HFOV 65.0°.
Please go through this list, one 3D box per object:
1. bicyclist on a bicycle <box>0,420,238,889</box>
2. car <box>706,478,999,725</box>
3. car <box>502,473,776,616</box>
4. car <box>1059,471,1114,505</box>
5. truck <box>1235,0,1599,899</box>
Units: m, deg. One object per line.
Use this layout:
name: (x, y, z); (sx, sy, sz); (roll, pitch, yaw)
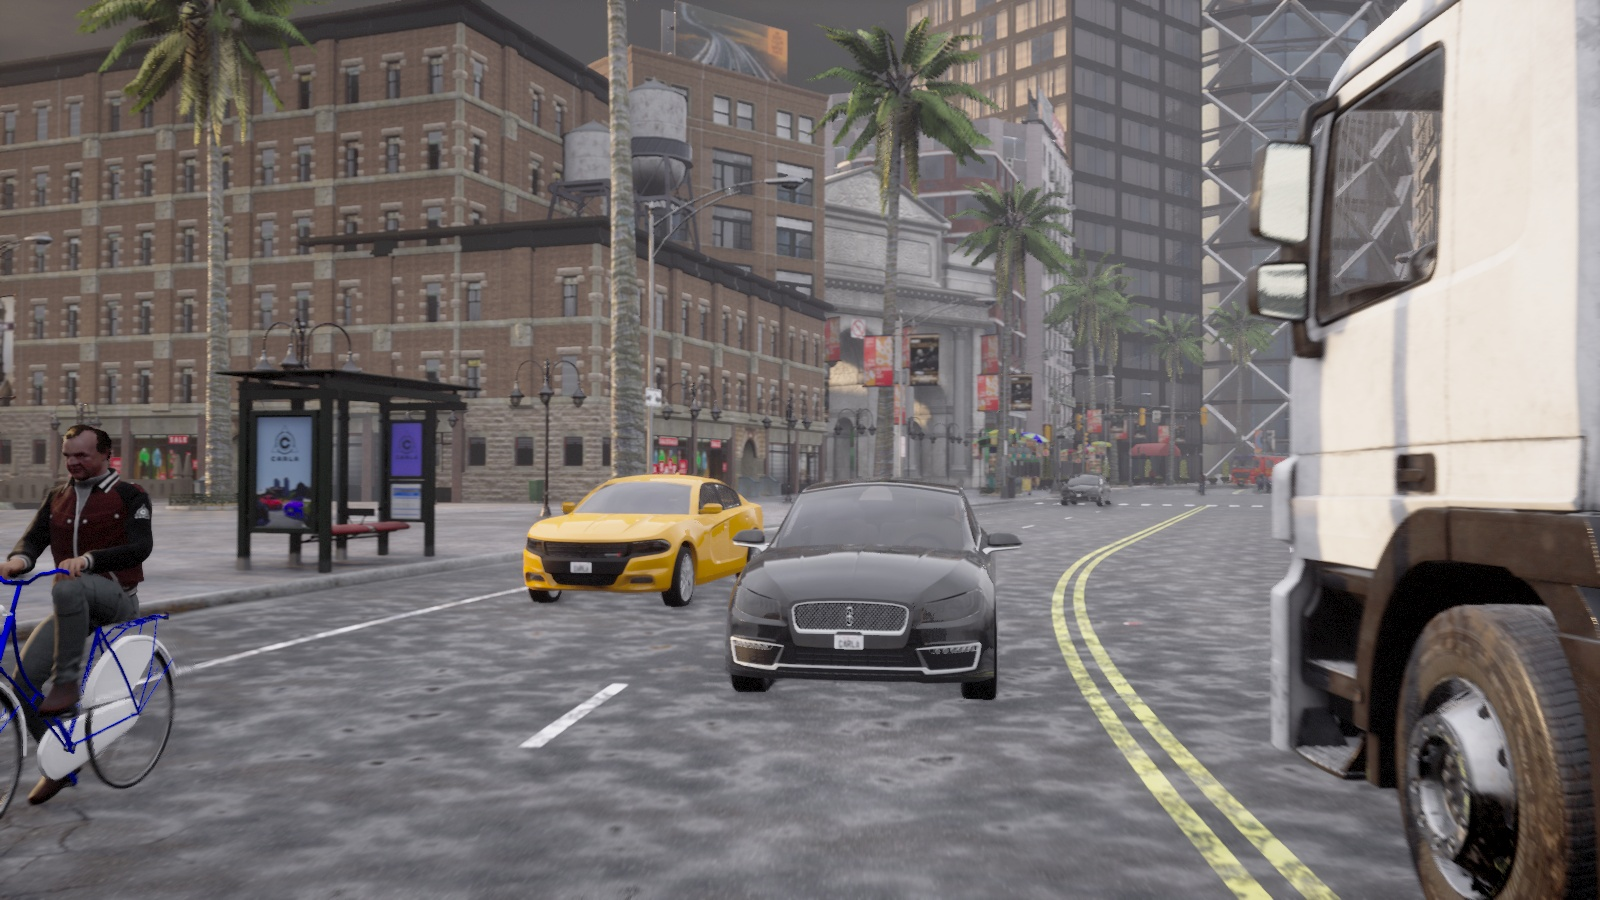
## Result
bicyclist on a bicycle: (-3.300, 0.790, 5.576); (0.659, 1.776, 1.843); (0, -1, 4)
car: (0.683, 0.989, 10.274); (1.837, 1.490, 4.892); (0, -1, 9)
car: (-1.835, 1.070, 16.186); (1.882, 1.535, 5.008); (0, -1, 13)
car: (13.549, 1.763, 59.157); (1.837, 1.490, 4.892); (-1, -1, 21)
truck: (3.479, -0.149, 1.829); (2.891, 3.462, 7.936); (0, -1, 0)
